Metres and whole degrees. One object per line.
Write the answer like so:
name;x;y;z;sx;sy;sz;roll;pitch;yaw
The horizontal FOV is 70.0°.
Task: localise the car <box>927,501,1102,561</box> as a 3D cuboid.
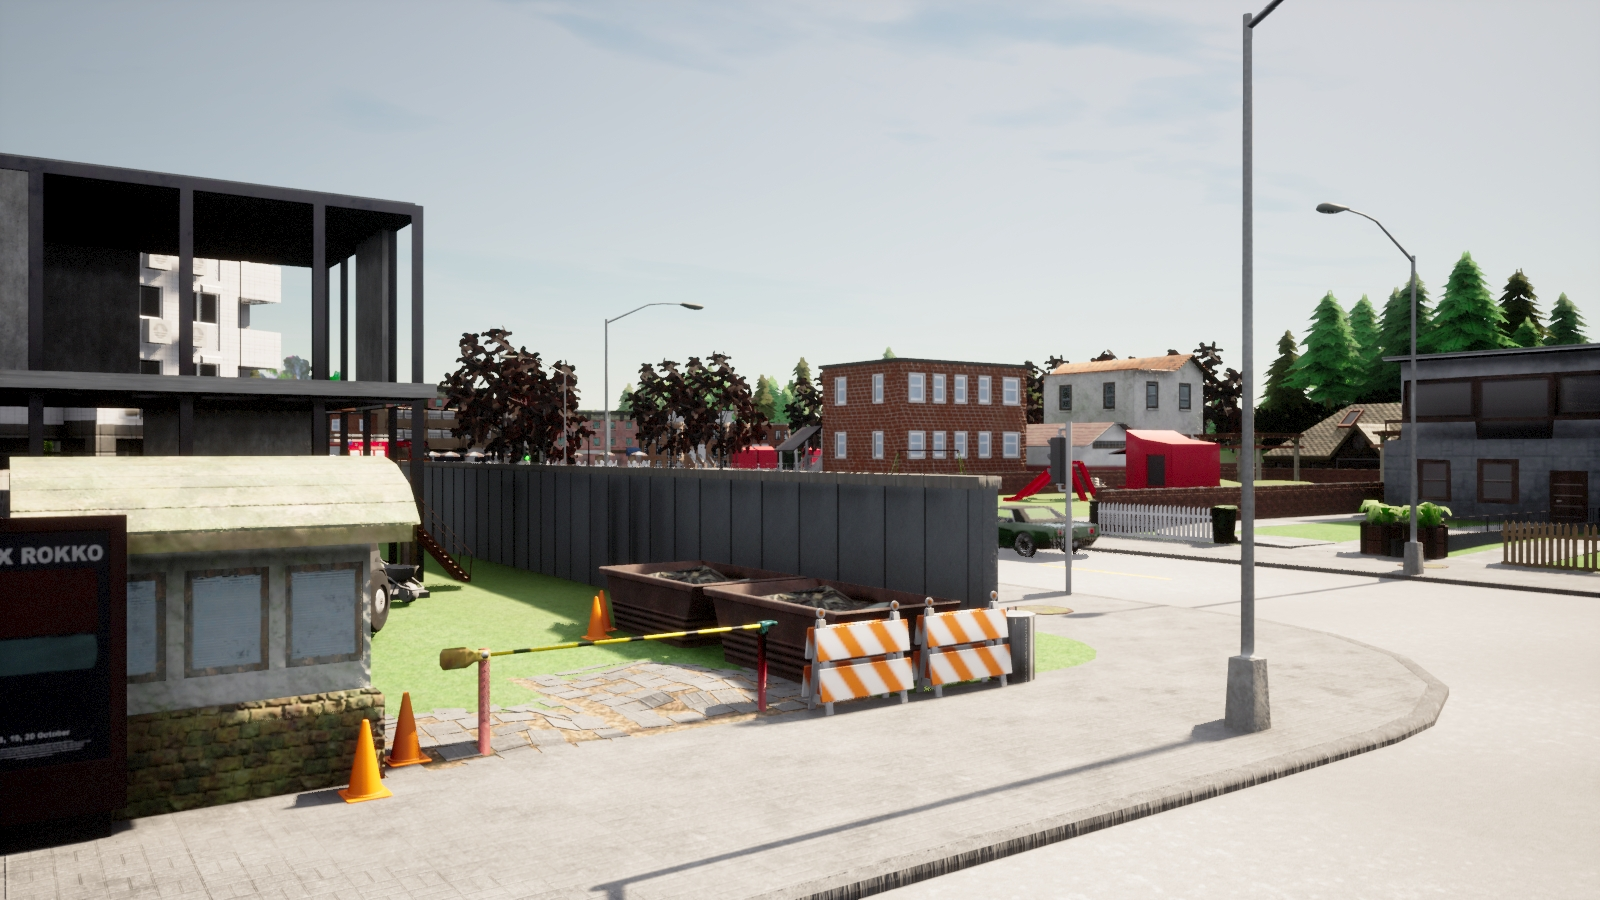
car;5.764;2.146;31.229;1.895;1.301;4.718;0;0;-35
